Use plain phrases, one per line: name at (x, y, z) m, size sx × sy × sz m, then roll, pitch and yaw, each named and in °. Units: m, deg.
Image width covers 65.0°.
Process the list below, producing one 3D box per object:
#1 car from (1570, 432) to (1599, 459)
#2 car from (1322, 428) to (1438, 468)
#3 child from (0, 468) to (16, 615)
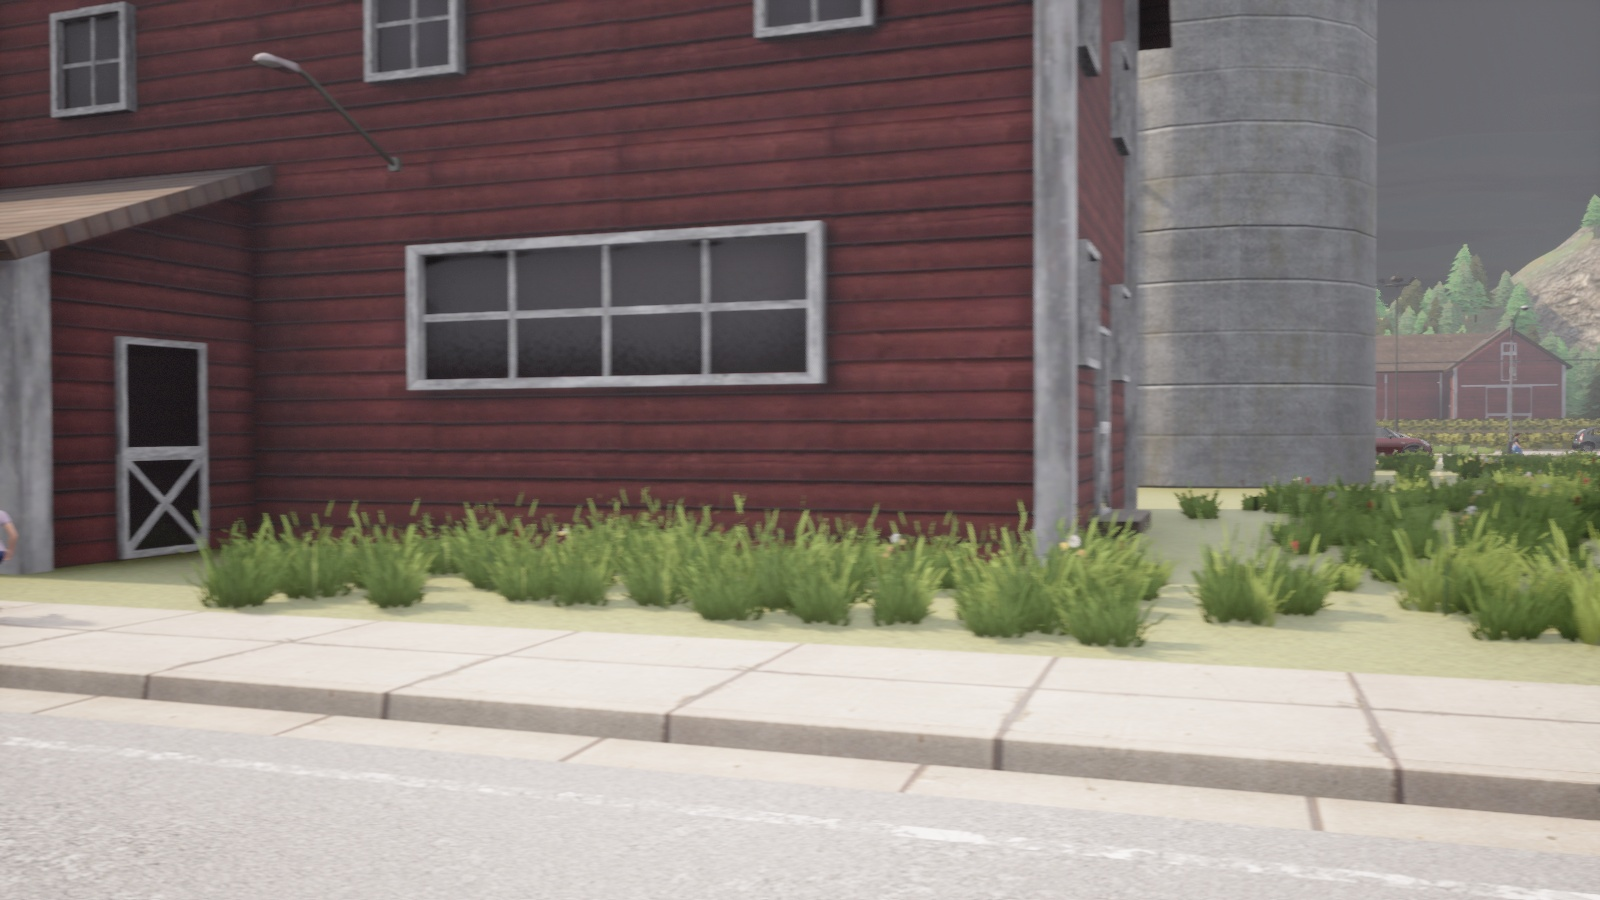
car at (49.494, -0.288, 76.555) m, size 3.988 × 1.617 × 1.851 m, roll 1°, pitch 1°, yaw 19°
car at (26.263, -0.103, 57.036) m, size 4.553 × 1.767 × 2.097 m, roll 1°, pitch 1°, yaw 19°
child at (-6.225, 0.692, 9.568) m, size 0.394 × 1.110 × 0.255 m, roll 1°, pitch 1°, yaw 28°
